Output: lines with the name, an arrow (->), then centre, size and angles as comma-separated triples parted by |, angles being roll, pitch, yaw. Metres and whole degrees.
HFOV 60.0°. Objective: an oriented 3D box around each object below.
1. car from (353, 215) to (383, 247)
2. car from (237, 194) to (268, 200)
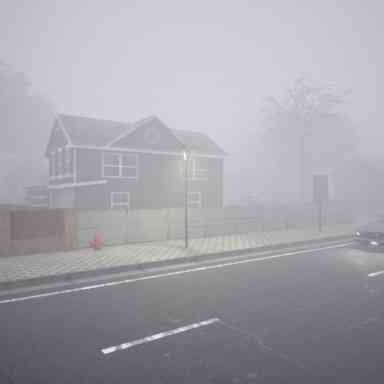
car -> 9.037, 1.547, 14.095 | 5.357, 1.411, 2.033 | 0, 0, -35
car -> 7.805, 1.270, 41.426 | 2.150, 2.045, 5.566 | 0, 0, -35
